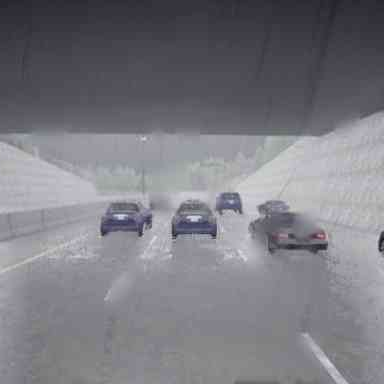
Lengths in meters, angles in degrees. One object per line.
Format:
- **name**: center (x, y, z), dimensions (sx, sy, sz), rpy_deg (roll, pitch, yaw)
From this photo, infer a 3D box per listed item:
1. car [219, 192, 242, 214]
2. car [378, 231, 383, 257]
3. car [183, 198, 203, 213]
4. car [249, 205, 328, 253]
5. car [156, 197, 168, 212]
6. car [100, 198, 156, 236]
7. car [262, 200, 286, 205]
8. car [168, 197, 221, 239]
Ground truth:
- **car**: center (3.597, 1.062, 32.909), dimensions (2.150, 2.045, 5.566), rpy_deg (0, 0, 0)
- **car**: center (7.104, 1.448, 9.115), dimensions (2.128, 1.511, 4.902), rpy_deg (0, 0, 0)
- **car**: center (0.094, 1.399, 34.623), dimensions (1.994, 1.385, 4.181), rpy_deg (0, 0, 0)
- **car**: center (3.604, 1.484, 13.331), dimensions (2.033, 1.411, 5.357), rpy_deg (0, 0, 0)
- **car**: center (-3.406, 1.310, 35.408), dimensions (1.882, 1.535, 5.008), rpy_deg (0, 0, 0)
- **car**: center (-3.396, 1.266, 17.987), dimensions (2.097, 1.767, 4.553), rpy_deg (0, 0, 0)
- **car**: center (7.099, 1.409, 29.031), dimensions (2.033, 1.411, 5.357), rpy_deg (0, 0, 0)
- **car**: center (0.105, 1.271, 17.004), dimensions (2.097, 1.767, 4.553), rpy_deg (0, 0, 0)
